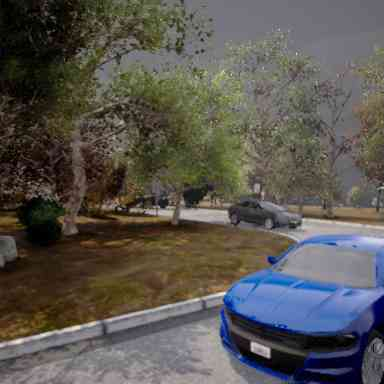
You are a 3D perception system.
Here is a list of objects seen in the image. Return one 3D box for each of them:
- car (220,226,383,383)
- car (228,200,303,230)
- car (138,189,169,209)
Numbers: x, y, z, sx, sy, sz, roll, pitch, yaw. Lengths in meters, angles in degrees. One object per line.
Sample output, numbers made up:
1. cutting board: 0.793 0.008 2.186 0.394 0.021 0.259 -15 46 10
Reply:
1. car: 2.504 1.491 5.498 1.882 1.535 5.008 0 0 44
2. car: 4.020 1.233 18.968 1.837 1.490 4.892 2 1 -31
3. car: -4.938 0.719 35.649 5.566 2.045 2.150 2 0 40
